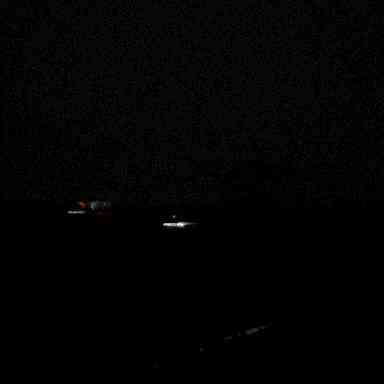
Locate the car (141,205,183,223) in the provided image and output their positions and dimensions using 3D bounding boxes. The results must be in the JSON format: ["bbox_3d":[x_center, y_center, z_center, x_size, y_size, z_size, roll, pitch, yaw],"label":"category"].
[{"bbox_3d":[-2.555,1.748,27.482,1.994,1.385,4.181,1,-1,-36],"label":"car"}]

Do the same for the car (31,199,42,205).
[{"bbox_3d":[-39.424,2.453,84.209,2.097,1.767,4.553,1,-2,-36],"label":"car"}]

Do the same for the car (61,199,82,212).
[{"bbox_3d":[-17.191,2.029,47.561,2.033,1.411,5.357,1,-1,-36],"label":"car"}]

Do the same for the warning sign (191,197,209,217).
[{"bbox_3d":[0.809,1.417,31.891,1.300,1.860,1.060,2,-1,-36],"label":"warning sign"}]

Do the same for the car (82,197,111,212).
[{"bbox_3d":[-13.297,1.721,47.026,2.150,2.045,5.566,1,-1,-35],"label":"car"}]

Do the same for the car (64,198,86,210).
[{"bbox_3d":[-19.607,1.982,55.562,2.097,1.767,4.553,1,-1,-36],"label":"car"}]
